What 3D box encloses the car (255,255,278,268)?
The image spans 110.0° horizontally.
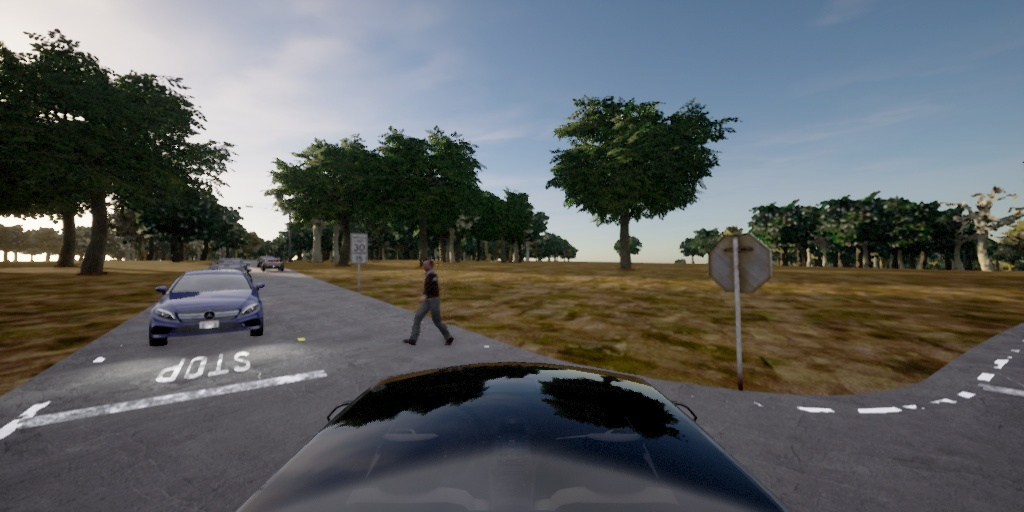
[{"bbox_3d":[-31.573,0.723,46.065,2.128,1.511,4.902,1,0,-37],"label":"car"}]

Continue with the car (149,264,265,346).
[{"bbox_3d":[-7.357,1.067,8.877,1.812,1.442,4.674,1,0,-38],"label":"car"}]

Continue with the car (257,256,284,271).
[{"bbox_3d":[-25.259,0.811,37.751,2.128,1.511,4.902,1,0,-37],"label":"car"}]

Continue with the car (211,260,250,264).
[{"bbox_3d":[-13.464,1.030,16.912,1.994,1.385,4.181,1,0,-36],"label":"car"}]

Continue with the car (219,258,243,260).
[{"bbox_3d":[-19.542,0.877,24.938,2.128,1.511,4.902,1,0,-37],"label":"car"}]

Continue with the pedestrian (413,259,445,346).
[{"bbox_3d":[-1.685,0.915,7.312,0.375,1.860,0.375,4,-5,-37],"label":"pedestrian"}]
